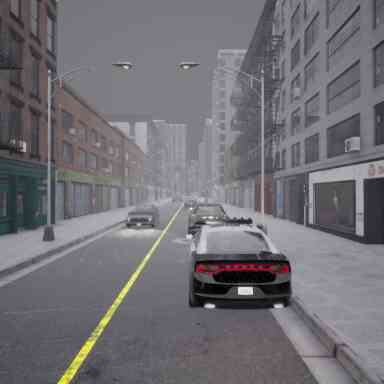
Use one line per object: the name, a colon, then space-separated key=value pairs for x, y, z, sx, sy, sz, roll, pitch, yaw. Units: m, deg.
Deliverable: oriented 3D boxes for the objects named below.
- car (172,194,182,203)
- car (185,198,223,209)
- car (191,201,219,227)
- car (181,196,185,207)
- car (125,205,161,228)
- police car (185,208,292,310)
car: x=-3.235 y=1.359 z=73.597 sx=2.150 sy=2.045 sz=5.566 roll=0 pitch=0 yaw=0
car: x=0.843 y=1.363 z=17.942 sx=2.097 sy=1.767 sz=4.553 roll=0 pitch=0 yaw=0
car: x=0.824 y=1.476 z=24.162 sx=1.801 sy=1.575 sz=5.366 roll=0 pitch=0 yaw=0
car: x=-0.112 y=1.557 z=46.874 sx=2.128 sy=1.511 sz=4.902 roll=0 pitch=0 yaw=0
car: x=-3.170 y=1.565 z=22.504 sx=2.033 sy=1.411 sz=5.357 roll=0 pitch=0 yaw=0
police car: x=0.876 y=1.429 z=8.081 sx=1.930 sy=1.638 sz=5.238 roll=0 pitch=0 yaw=0
